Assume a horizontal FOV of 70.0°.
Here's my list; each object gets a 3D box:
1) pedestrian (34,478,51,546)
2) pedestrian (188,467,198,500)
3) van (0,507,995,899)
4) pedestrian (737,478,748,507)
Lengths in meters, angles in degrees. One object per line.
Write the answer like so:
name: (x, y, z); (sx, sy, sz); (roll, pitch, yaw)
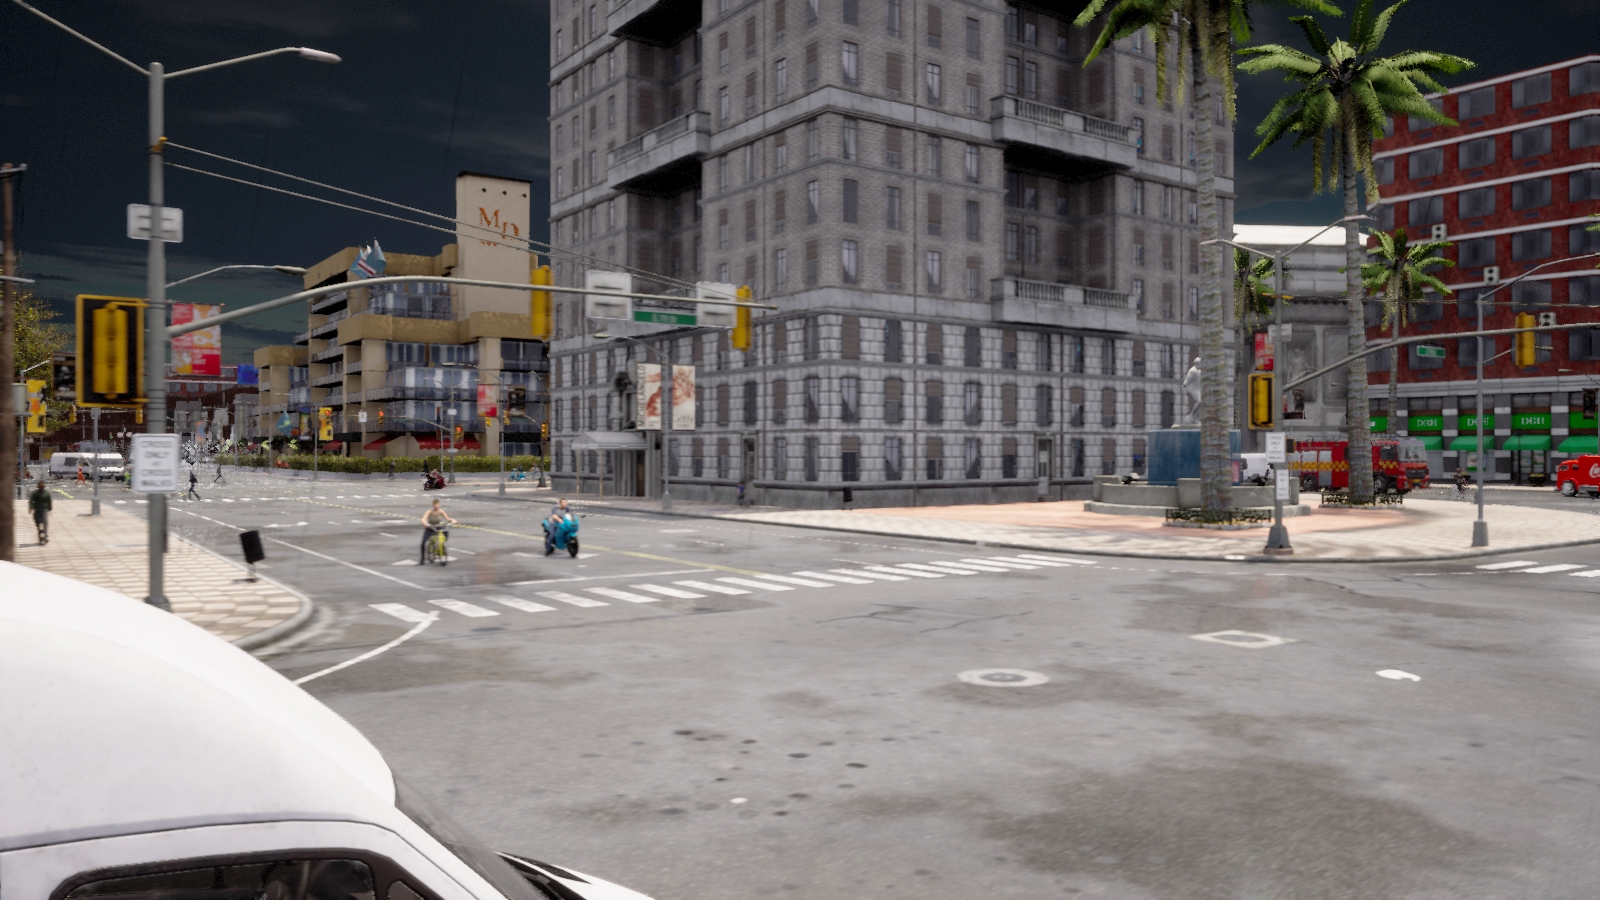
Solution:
pedestrian: (-20.867, 1.696, 31.464); (0.375, 1.860, 0.375); (0, 0, -37)
pedestrian: (-33.544, 1.847, 63.124); (0.375, 1.860, 0.375); (0, 0, 42)
van: (-2.378, 1.534, 2.299); (5.915, 2.561, 1.988); (0, 0, -38)
pedestrian: (-2.656, 1.973, 52.788); (0.375, 1.300, 0.375); (0, 0, -43)
